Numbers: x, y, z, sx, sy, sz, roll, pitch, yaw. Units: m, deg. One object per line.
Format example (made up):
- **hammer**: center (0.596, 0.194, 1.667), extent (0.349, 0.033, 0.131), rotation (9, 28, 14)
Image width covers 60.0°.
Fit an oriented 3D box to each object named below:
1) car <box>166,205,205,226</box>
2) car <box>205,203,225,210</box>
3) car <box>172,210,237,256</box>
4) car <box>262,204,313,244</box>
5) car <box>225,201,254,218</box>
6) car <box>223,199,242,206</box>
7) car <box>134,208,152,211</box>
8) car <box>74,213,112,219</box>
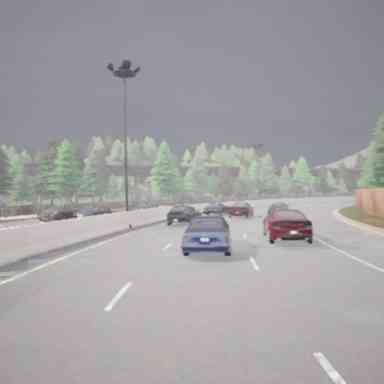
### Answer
- **car**: center (-0.591, 1.824, 26.684), extent (1.837, 1.490, 4.892), rotation (-1, -1, 15)
- **car**: center (2.877, 1.921, 37.937), extent (2.033, 1.411, 5.357), rotation (-1, -1, 22)
- **car**: center (0.705, 1.692, 13.820), extent (2.033, 1.411, 5.357), rotation (-1, -1, 6)
- **car**: center (4.590, 1.570, 16.434), extent (1.882, 1.535, 5.008), rotation (-1, -1, 8)
- **car**: center (4.950, 1.752, 33.078), extent (1.882, 1.535, 5.008), rotation (-1, -1, 18)
- **car**: center (8.444, 2.132, 69.294), extent (1.994, 1.385, 4.181), rotation (-2, -1, 35)
- **car**: center (-5.169, 2.031, 36.449), extent (1.837, 1.490, 4.892), rotation (-2, -1, 19)
- **car**: center (-9.841, 2.078, 33.132), extent (2.128, 1.511, 4.902), rotation (-1, -1, 16)
